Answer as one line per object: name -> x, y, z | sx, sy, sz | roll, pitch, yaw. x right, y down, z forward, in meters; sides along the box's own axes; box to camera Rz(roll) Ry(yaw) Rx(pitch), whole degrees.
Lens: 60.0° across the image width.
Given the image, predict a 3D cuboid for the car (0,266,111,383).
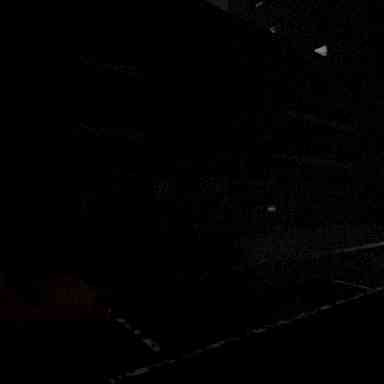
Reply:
car -> -3.385, 1.525, 3.659 | 4.829, 1.417, 1.752 | 0, 2, -35
